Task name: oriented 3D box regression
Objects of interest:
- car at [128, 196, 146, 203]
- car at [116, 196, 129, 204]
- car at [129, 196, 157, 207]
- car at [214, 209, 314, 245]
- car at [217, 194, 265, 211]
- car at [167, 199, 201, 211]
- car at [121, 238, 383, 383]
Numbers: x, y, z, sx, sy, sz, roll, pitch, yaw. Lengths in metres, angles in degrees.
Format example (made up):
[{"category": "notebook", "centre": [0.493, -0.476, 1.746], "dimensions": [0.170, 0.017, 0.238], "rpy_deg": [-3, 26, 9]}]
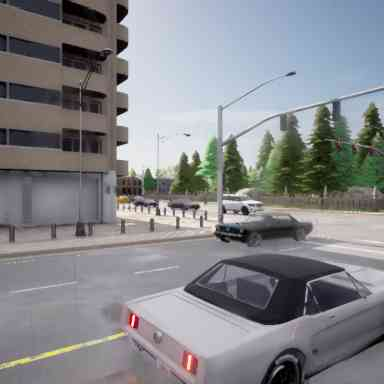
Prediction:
[{"category": "car", "centre": [-11.564, 1.581, 69.531], "dimensions": [1.812, 1.442, 4.674], "rpy_deg": [0, 0, -36]}, {"category": "car", "centre": [-14.180, 1.533, 67.183], "dimensions": [1.882, 1.535, 5.008], "rpy_deg": [0, 0, -36]}, {"category": "car", "centre": [-7.253, 1.603, 51.245], "dimensions": [2.033, 1.411, 5.357], "rpy_deg": [0, 0, -36]}, {"category": "car", "centre": [3.258, 1.601, 14.886], "dimensions": [4.718, 1.301, 1.895], "rpy_deg": [0, 0, -35]}, {"category": "car", "centre": [4.933, 1.278, 34.252], "dimensions": [2.150, 2.045, 5.566], "rpy_deg": [0, 0, -36]}, {"category": "car", "centre": [-1.127, 1.603, 42.683], "dimensions": [2.033, 1.411, 5.357], "rpy_deg": [0, 0, -36]}, {"category": "car", "centre": [1.516, 1.601, 4.858], "dimensions": [4.718, 1.301, 1.895], "rpy_deg": [0, 0, -35]}]
